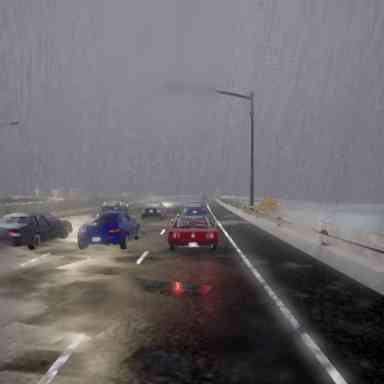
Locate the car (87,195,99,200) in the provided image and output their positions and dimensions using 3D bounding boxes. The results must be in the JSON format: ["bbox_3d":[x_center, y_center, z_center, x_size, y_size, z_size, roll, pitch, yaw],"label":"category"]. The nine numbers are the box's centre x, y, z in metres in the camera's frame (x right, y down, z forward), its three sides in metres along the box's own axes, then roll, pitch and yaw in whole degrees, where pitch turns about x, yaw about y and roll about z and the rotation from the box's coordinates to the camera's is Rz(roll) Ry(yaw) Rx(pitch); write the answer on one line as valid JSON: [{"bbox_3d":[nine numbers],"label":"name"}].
[{"bbox_3d":[-22.764,1.575,77.452,1.882,1.535,5.008,0,0,2],"label":"car"}]

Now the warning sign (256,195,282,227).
[{"bbox_3d":[4.659,1.126,20.290,1.300,1.860,1.060,-1,-1,1],"label":"warning sign"}]

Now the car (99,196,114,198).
[{"bbox_3d":[-19.269,1.690,77.258,1.895,1.301,4.718,0,0,2],"label":"car"}]

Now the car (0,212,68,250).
[{"bbox_3d":[-6.937,1.571,14.330,2.033,1.411,5.357,0,0,0],"label":"car"}]

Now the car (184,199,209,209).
[{"bbox_3d":[0.253,1.595,29.165,1.994,1.385,4.181,0,0,1],"label":"car"}]

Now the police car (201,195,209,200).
[{"bbox_3d":[3.099,1.547,79.935,1.930,1.638,5.238,0,0,3],"label":"police car"}]

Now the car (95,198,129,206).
[{"bbox_3d":[-6.746,1.520,29.286,2.128,1.511,4.902,0,0,1],"label":"car"}]

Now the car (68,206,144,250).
[{"bbox_3d":[-3.438,1.540,14.300,1.812,1.442,4.674,0,0,0],"label":"car"}]

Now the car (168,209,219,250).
[{"bbox_3d":[0.062,1.623,14.301,1.895,1.301,4.718,0,0,0],"label":"car"}]

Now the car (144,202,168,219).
[{"bbox_3d":[-3.246,1.587,29.226,2.033,1.411,5.357,0,0,1],"label":"car"}]

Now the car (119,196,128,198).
[{"bbox_3d":[-15.772,1.618,77.125,2.128,1.511,4.902,0,0,2],"label":"car"}]
